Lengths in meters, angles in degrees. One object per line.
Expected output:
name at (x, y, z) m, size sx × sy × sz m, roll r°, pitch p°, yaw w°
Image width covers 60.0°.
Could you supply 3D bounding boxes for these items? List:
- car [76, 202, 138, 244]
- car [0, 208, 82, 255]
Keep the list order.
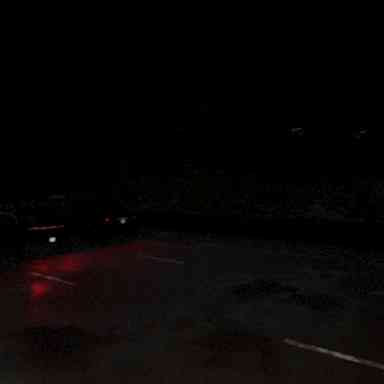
car at (-4.754, 1.309, 15.906) m, size 4.553 × 1.767 × 2.097 m, roll 0°, pitch 0°, yaw 36°
car at (-6.870, 1.449, 13.118) m, size 4.902 × 1.511 × 2.128 m, roll 0°, pitch 0°, yaw 36°
